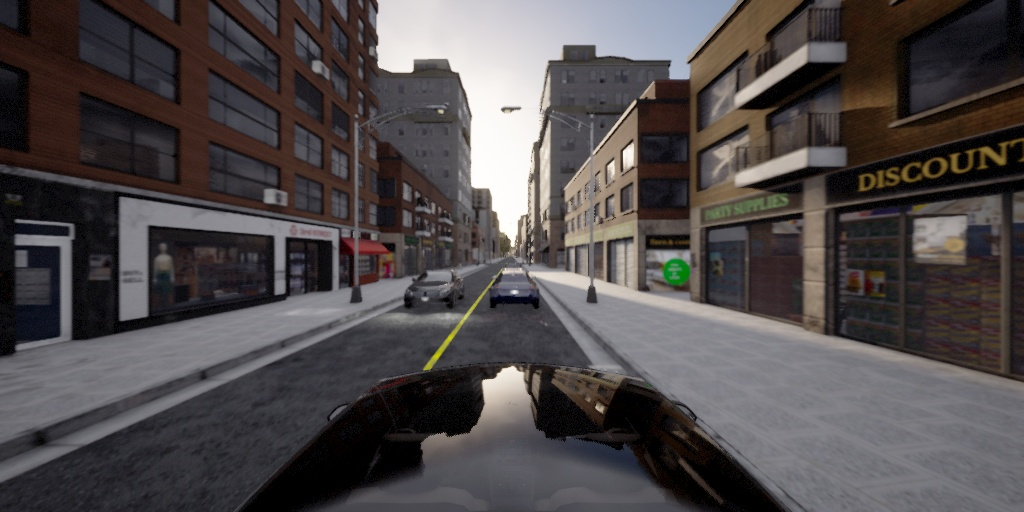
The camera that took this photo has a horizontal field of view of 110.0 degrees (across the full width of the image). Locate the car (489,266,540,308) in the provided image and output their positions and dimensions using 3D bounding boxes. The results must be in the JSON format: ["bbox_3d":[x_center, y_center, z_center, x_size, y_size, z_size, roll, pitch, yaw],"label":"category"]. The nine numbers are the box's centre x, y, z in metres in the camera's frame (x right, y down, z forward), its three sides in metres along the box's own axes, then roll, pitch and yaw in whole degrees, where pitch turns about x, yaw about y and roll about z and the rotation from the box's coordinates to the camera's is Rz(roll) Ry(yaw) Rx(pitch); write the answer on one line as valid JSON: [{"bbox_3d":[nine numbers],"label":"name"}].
[{"bbox_3d":[0.098,1.303,15.252,1.994,1.385,4.181,0,0,0],"label":"car"}]

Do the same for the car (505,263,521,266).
[{"bbox_3d":[0.096,1.332,33.352,1.895,1.301,4.718,0,0,0],"label":"car"}]

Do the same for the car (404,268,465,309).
[{"bbox_3d":[-3.080,1.265,15.069,1.812,1.442,4.674,0,0,0],"label":"car"}]
